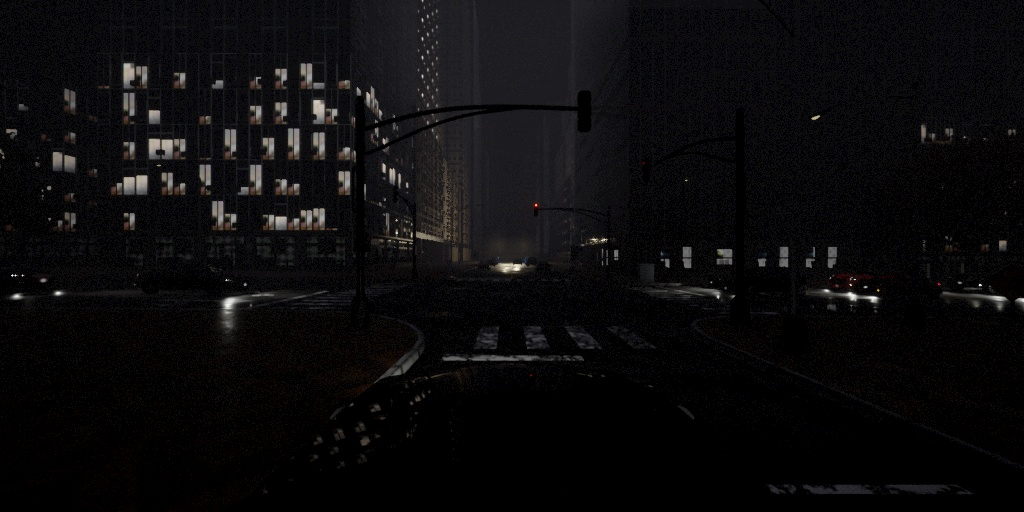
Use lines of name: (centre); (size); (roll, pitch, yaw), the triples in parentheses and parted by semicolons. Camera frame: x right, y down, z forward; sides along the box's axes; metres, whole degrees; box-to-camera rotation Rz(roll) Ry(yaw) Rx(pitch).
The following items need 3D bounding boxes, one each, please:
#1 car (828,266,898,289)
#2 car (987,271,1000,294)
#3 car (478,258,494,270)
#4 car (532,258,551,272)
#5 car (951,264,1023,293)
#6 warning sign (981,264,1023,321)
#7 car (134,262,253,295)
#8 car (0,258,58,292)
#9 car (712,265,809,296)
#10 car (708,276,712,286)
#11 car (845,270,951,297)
car: (25.241, 1.579, 25.465); (4.553, 1.767, 2.097); (1, 0, -3)
car: (34.036, 1.934, 22.614); (5.357, 1.411, 2.033); (1, 0, -3)
car: (-4.000, 1.343, 51.695); (1.802, 1.307, 4.207); (0, 0, 0)
car: (3.950, 1.329, 46.198); (1.948, 1.339, 4.313); (0, 0, 0)
car: (34.985, 1.624, 25.905); (5.566, 2.045, 2.150); (1, 0, -2)
warning sign: (17.281, 1.204, 12.389); (1.060, 1.860, 1.300); (0, 0, -3)
car: (-14.942, 1.026, 16.919); (4.674, 1.442, 1.812); (1, 0, -1)
car: (-24.157, 0.823, 16.496); (4.902, 1.511, 2.128); (1, 0, -3)
car: (15.151, 1.399, 21.751); (4.553, 1.767, 2.097); (1, 0, -3)
car: (16.199, 1.591, 25.052); (4.674, 1.442, 1.812); (1, 0, -3)
car: (23.737, 1.765, 22.147); (4.181, 1.385, 1.994); (1, 0, -3)
